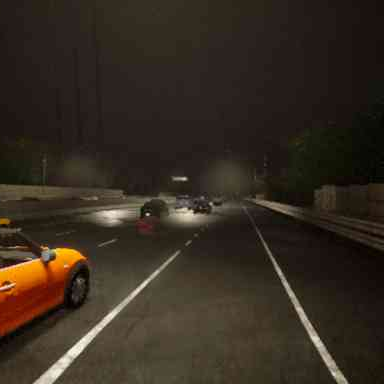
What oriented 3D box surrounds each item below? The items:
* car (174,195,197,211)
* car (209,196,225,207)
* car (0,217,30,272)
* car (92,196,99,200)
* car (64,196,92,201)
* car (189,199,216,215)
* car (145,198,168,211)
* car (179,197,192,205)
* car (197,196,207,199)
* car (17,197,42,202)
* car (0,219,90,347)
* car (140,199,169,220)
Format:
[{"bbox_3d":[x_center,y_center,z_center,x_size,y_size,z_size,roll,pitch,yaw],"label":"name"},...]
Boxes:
[{"bbox_3d":[-1.074,1.534,47.278,2.150,2.045,5.566,1,0,8],"label":"car"},{"bbox_3d":[4.907,2.075,65.563,2.128,1.511,4.902,1,0,8],"label":"car"},{"bbox_3d":[-6.413,1.490,8.602,1.994,1.385,4.181,1,0,8],"label":"car"},{"bbox_3d":[-17.444,1.367,56.811,1.812,1.442,4.674,1,0,8],"label":"car"},{"bbox_3d":[-15.677,1.486,44.220,1.837,1.490,4.892,1,-1,8],"label":"car"},{"bbox_3d":[1.303,1.849,38.805,2.033,1.411,5.357,1,0,8],"label":"car"},{"bbox_3d":[-4.820,1.700,45.730,1.882,1.535,5.008,1,0,8],"label":"car"},{"bbox_3d":[-1.366,1.977,71.488,1.882,1.535,5.008,1,0,8],"label":"car"},{"bbox_3d":[1.178,1.983,64.067,2.128,1.511,4.902,1,0,8],"label":"car"},{"bbox_3d":[-19.761,1.391,40.299,1.812,1.442,4.674,1,0,8],"label":"car"},{"bbox_3d":[-3.365,1.317,5.110,2.097,1.767,4.553,1,0,8],"label":"car"},{"bbox_3d":[-3.381,1.650,30.393,1.837,1.490,4.892,1,0,8],"label":"car"}]
